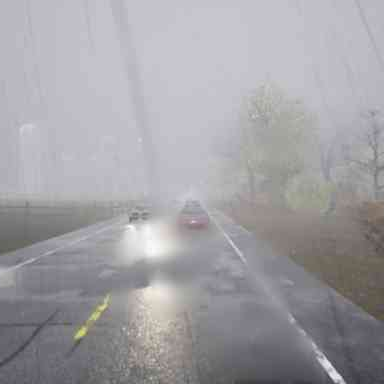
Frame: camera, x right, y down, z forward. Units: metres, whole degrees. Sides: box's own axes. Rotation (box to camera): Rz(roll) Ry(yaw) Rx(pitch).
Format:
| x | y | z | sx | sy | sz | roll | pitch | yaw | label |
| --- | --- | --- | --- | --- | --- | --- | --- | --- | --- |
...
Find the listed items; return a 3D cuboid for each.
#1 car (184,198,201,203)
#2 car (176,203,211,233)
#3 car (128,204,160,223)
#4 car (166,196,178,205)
| x | y | z | sx | sy | sz | roll | pitch | yaw | label |
| --- | --- | --- | --- | --- | --- | --- | --- | --- | --- |
| 0.077 | 1.478 | 41.609 | 2.128 | 1.511 | 4.902 | 0 | 0 | 0 | car |
| 0.085 | 1.558 | 19.772 | 1.994 | 1.385 | 4.181 | 0 | 0 | 0 | car |
| -3.609 | 1.593 | 25.515 | 1.895 | 1.301 | 4.718 | 0 | 0 | 0 | car |
| -3.552 | 1.457 | 59.918 | 1.882 | 1.535 | 5.008 | 0 | 0 | 1 | car |
